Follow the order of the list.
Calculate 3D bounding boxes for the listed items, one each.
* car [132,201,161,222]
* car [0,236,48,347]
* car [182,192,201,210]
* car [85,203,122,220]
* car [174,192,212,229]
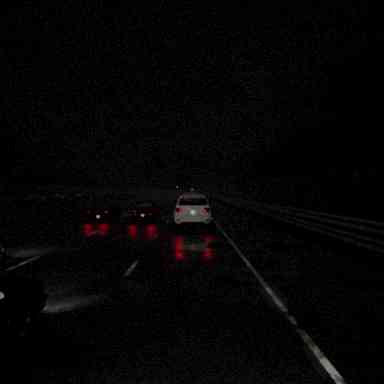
[{"bbox_3d":[-3.463,1.446,25.599,1.812,1.442,4.674,0,0,0],"label":"car"},{"bbox_3d":[-3.400,1.541,3.254,2.033,1.411,5.357,0,0,0],"label":"car"},{"bbox_3d":[-0.029,1.067,40.777,2.150,2.045,5.566,0,0,0],"label":"car"},{"bbox_3d":[-6.969,1.516,26.832,1.895,1.301,4.718,0,0,0],"label":"car"},{"bbox_3d":[0.053,1.161,21.046,2.150,2.045,5.566,0,1,0],"label":"car"}]
